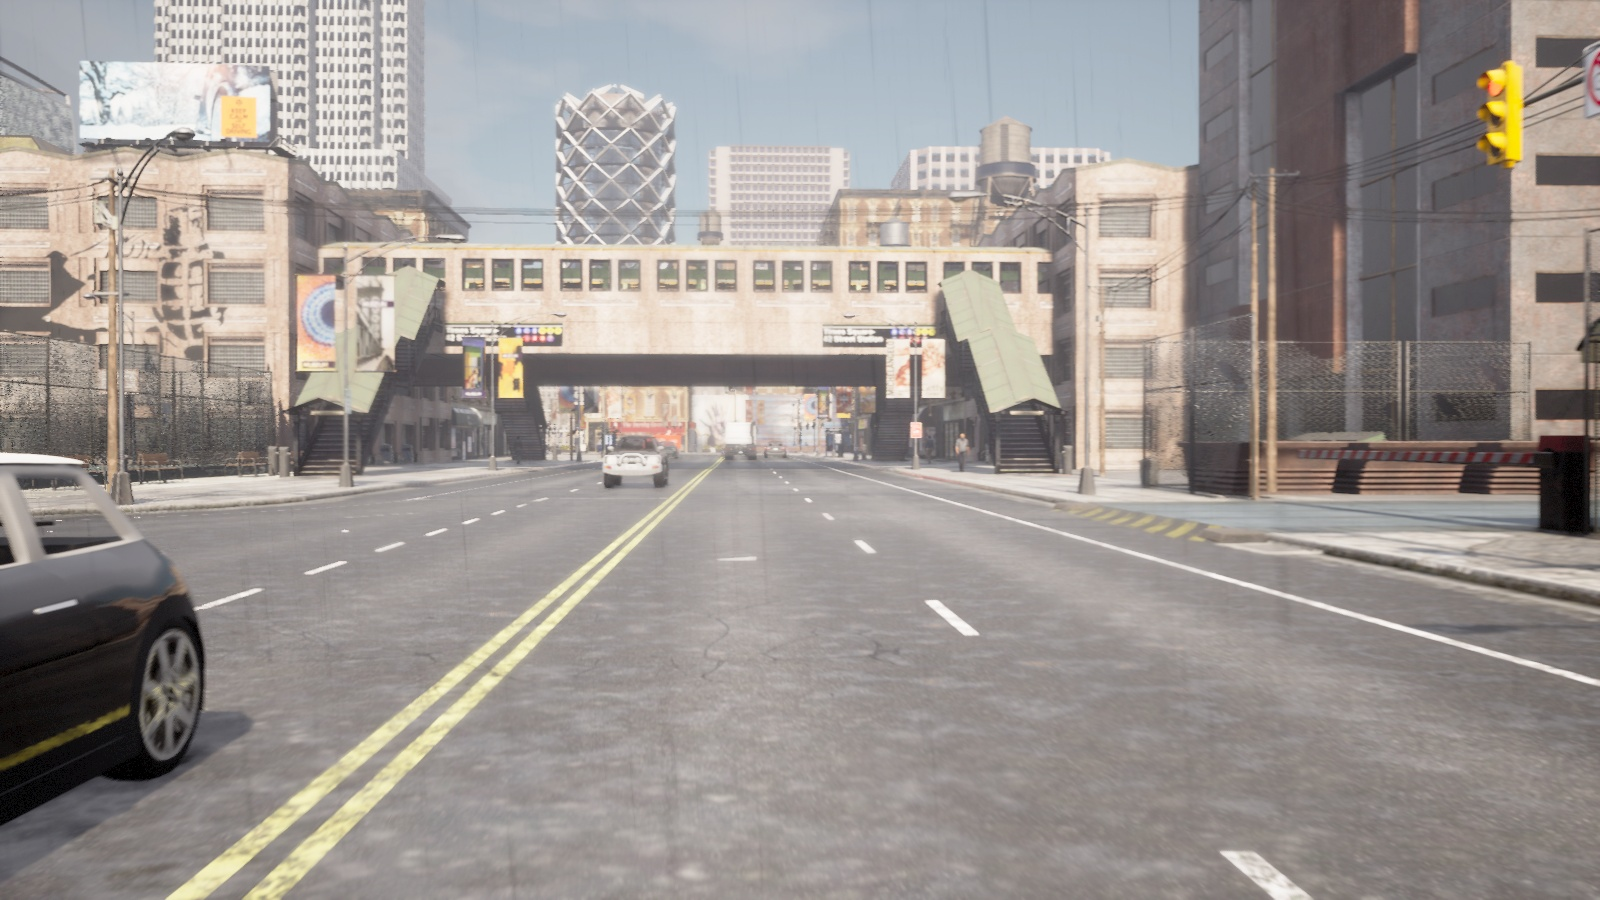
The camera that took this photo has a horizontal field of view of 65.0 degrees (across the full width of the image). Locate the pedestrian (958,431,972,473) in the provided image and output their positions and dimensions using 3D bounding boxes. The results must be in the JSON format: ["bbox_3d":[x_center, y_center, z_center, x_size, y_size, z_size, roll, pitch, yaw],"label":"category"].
[{"bbox_3d":[7.325,0.089,55.847,0.540,1.848,0.694,0,0,3],"label":"pedestrian"}]

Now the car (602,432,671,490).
[{"bbox_3d":[-5.462,0.320,42.524,1.932,1.855,4.605,0,1,-3],"label":"car"}]

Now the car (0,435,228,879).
[{"bbox_3d":[-3.641,0.688,4.074,1.970,1.475,3.806,0,0,-3],"label":"car"}]

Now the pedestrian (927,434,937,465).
[{"bbox_3d":[8.307,-0.043,79.282,0.423,1.949,0.788,0,0,-10],"label":"pedestrian"}]

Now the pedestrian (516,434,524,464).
[{"bbox_3d":[-18.011,-0.055,80.826,0.402,1.930,0.666,0,0,-1],"label":"pedestrian"}]
